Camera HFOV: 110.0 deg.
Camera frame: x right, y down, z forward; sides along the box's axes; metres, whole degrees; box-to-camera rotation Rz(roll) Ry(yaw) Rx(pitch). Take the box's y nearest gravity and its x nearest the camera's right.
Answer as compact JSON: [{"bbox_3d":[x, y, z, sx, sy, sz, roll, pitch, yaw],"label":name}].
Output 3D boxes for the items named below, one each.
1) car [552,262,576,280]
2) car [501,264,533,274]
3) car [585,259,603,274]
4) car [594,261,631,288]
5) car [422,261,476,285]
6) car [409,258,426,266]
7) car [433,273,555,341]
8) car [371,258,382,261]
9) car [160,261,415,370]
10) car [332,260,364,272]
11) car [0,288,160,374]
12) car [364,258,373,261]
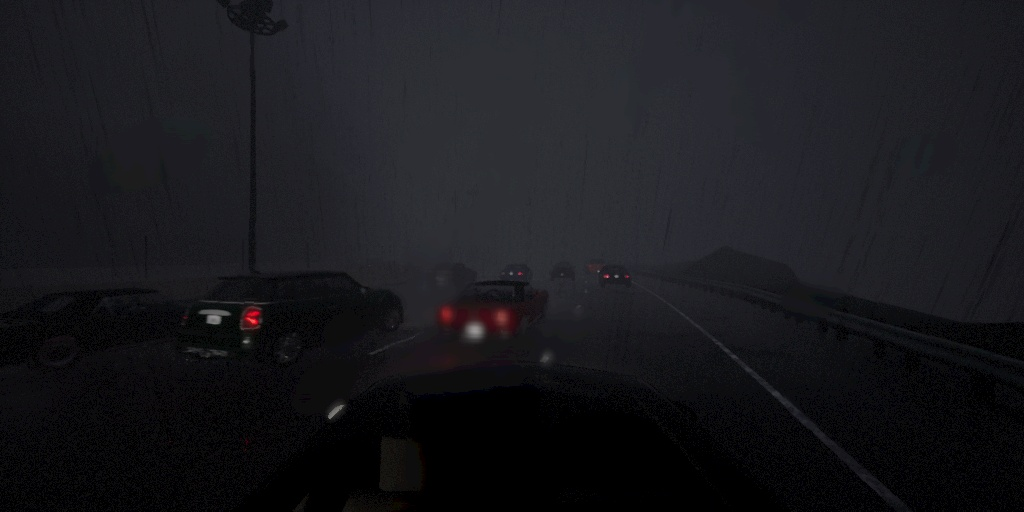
[{"bbox_3d":[4.439,1.273,30.679,1.812,1.442,4.674,0,0,10],"label":"car"},{"bbox_3d":[0.425,1.295,27.778,2.033,1.411,5.357,0,0,11],"label":"car"},{"bbox_3d":[9.298,1.098,39.960,2.097,1.767,4.553,0,0,7],"label":"car"},{"bbox_3d":[6.849,1.294,24.198,2.033,1.411,5.357,0,0,11],"label":"car"},{"bbox_3d":[-3.868,1.239,24.382,2.128,1.511,4.902,0,0,12],"label":"car"},{"bbox_3d":[-11.595,1.098,43.354,2.097,1.767,4.553,0,0,7],"label":"car"},{"bbox_3d":[-0.198,1.350,10.034,1.895,1.301,4.718,0,0,16],"label":"car"},{"bbox_3d":[-15.046,1.309,43.908,1.994,1.385,4.181,0,0,6],"label":"car"},{"bbox_3d":[-4.438,1.102,8.131,2.097,1.767,4.553,0,0,17],"label":"car"},{"bbox_3d":[-21.681,1.309,47.604,1.994,1.385,4.181,0,0,6],"label":"car"},{"bbox_3d":[-8.203,1.350,7.705,1.895,1.301,4.718,0,0,17],"label":"car"},{"bbox_3d":[-18.280,1.096,46.506,2.097,1.767,4.553,0,0,6],"label":"car"}]
